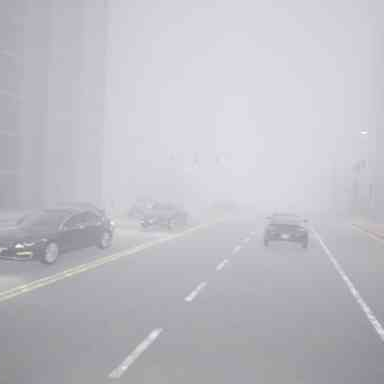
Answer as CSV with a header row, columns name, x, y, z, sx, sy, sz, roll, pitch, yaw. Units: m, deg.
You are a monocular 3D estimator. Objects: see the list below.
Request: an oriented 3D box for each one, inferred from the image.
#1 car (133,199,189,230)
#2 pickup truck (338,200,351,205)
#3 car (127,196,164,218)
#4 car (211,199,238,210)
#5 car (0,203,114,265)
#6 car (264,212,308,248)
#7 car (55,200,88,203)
name,x,y,z,sx,sy,sz,roll,pitch,yaw
car,-1.551,1.392,20.656,1.837,1.490,4.892,2,0,17
pickup truck,38.487,2.341,85.165,6.274,2.098,2.390,2,0,-43
car,-3.394,1.153,26.669,2.097,1.767,4.553,2,0,17
car,4.403,1.621,45.159,1.994,1.385,4.181,2,0,-30
car,-4.385,1.306,11.081,1.837,1.490,4.892,2,0,16
car,4.470,1.660,15.761,1.812,1.442,4.674,2,0,17
car,-6.304,1.190,16.935,1.882,1.535,5.008,2,0,17
